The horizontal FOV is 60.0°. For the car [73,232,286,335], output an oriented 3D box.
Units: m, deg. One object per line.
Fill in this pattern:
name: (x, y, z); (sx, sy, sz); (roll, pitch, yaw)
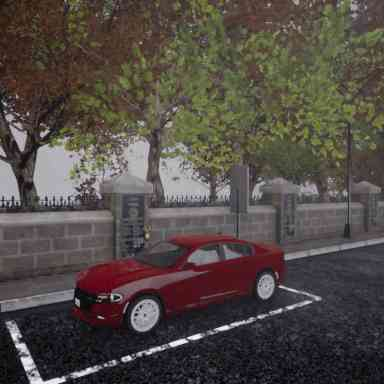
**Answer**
car: (-0.027, 1.545, 6.702); (4.507, 1.381, 1.887); (0, 0, -36)

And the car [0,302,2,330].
car: (-4.504, 1.551, 3.439); (4.403, 1.369, 2.008); (0, 0, -36)
